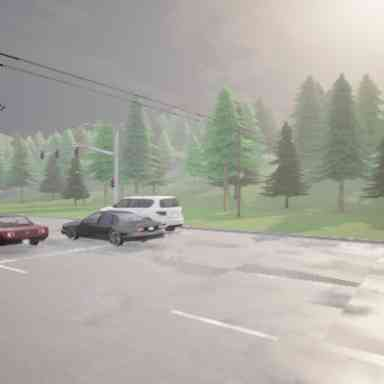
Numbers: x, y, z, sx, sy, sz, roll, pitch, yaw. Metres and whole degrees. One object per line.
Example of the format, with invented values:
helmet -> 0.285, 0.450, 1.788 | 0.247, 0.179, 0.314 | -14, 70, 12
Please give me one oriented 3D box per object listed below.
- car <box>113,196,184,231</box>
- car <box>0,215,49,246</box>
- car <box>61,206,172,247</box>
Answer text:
car -> -3.062, 1.243, 19.064 | 5.566, 2.045, 2.150 | 0, 0, 35
car -> -8.227, 1.622, 14.151 | 4.718, 1.301, 1.895 | 0, 0, 35
car -> -3.740, 1.564, 15.249 | 5.357, 1.411, 2.033 | 0, 0, 36
